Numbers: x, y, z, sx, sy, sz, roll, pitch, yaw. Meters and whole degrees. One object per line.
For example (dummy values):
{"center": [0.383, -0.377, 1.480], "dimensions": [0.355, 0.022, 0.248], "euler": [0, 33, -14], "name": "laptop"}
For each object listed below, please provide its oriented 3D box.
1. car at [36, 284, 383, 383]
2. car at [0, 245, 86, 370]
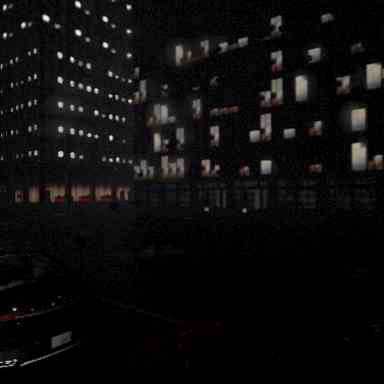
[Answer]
{"center": [1.193, 1.545, 2.036], "dimensions": [4.507, 1.381, 1.887], "euler": [0, -1, 36], "name": "car"}
{"center": [-3.341, 1.528, 5.271], "dimensions": [4.403, 1.369, 2.008], "euler": [0, -1, 36], "name": "car"}
